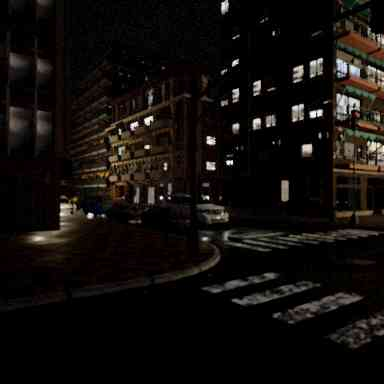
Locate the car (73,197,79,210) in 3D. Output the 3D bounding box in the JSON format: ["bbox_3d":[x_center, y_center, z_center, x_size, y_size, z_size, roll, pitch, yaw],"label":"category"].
[{"bbox_3d":[-11.939,1.527,38.738,1.895,1.301,4.718,0,0,-36],"label":"car"}]

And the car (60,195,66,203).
[{"bbox_3d":[-24.284,1.459,61.372,2.033,1.411,5.357,0,0,-35],"label":"car"}]

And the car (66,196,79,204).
[{"bbox_3d":[-21.326,1.451,61.715,1.752,1.417,4.829,0,0,-36],"label":"car"}]

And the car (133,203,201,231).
[{"bbox_3d":[-1.607,1.528,19.885,1.802,1.307,4.206,0,0,-36],"label":"car"}]

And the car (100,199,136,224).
[{"bbox_3d":[-4.811,1.461,24.347,1.752,1.417,4.829,0,0,-36],"label":"car"}]

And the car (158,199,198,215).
[{"bbox_3d":[-1.506,1.492,34.112,1.752,1.417,4.829,0,0,-36],"label":"car"}]

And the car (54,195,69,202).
[{"bbox_3d":[-27.833,1.364,70.778,1.967,1.590,4.097,0,0,-36],"label":"car"}]

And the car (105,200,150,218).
[{"bbox_3d":[-6.013,1.486,30.459,2.033,1.411,5.357,0,0,-36],"label":"car"}]

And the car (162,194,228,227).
[{"bbox_3d":[-0.033,1.178,22.132,2.150,2.045,5.566,0,0,-36],"label":"car"}]

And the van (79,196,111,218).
[{"bbox_3d":[-8.213,1.267,29.087,1.690,1.788,3.998,0,0,-36],"label":"van"}]
